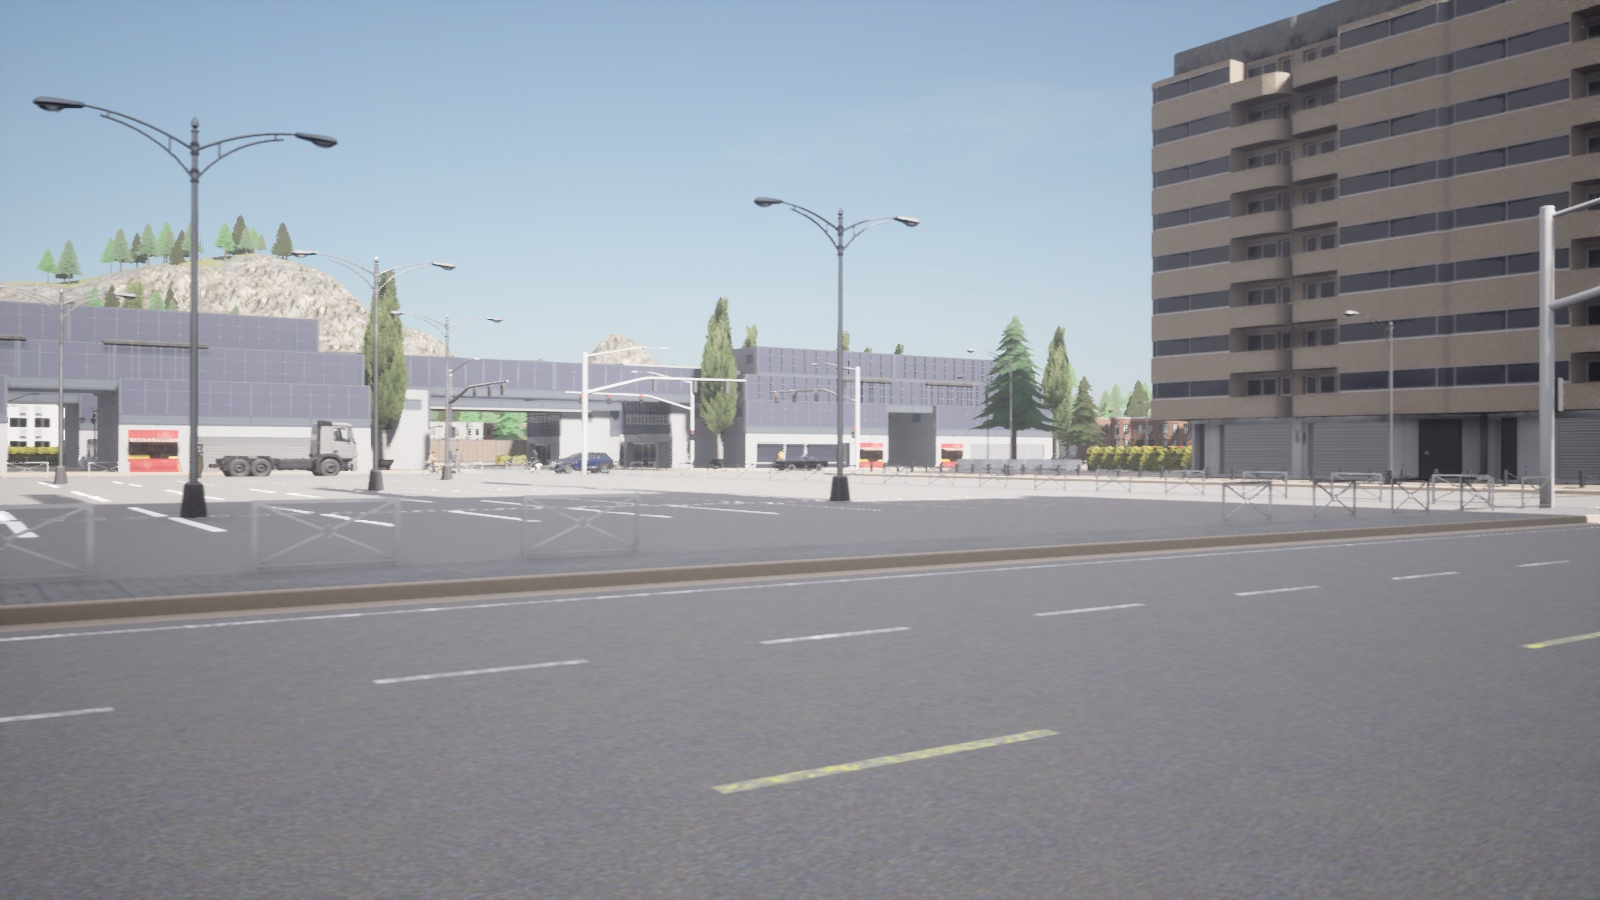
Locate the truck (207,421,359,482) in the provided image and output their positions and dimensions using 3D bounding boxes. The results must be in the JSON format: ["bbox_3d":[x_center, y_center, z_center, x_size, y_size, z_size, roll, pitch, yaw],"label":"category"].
[{"bbox_3d":[-30.666,0.067,74.651,7.936,3.462,2.891,0,0,-33],"label":"truck"}]

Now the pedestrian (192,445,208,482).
[{"bbox_3d":[-31.573,0.687,66.078,0.692,1.930,0.395,0,0,-10],"label":"pedestrian"}]

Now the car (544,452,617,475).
[{"bbox_3d":[-16.215,0.993,92.853,4.856,1.649,2.033,0,0,-35],"label":"car"}]
